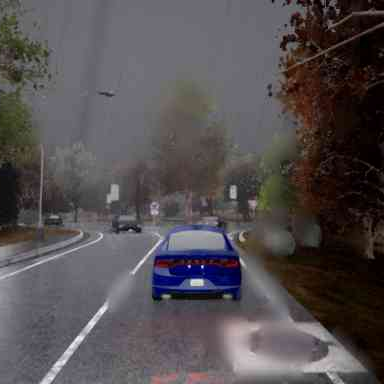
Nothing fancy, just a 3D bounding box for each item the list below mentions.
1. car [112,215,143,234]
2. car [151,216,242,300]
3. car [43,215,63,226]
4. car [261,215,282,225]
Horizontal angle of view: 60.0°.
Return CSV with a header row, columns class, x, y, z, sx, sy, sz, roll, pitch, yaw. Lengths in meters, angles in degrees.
class,x,y,z,sx,sy,sz,roll,pitch,yaw
car,-5.254,2.550,26.431,2.033,1.411,5.357,2,-4,-19
car,0.109,1.598,8.667,1.882,1.535,5.008,0,-1,0
car,-18.967,3.880,45.483,1.882,1.535,5.008,0,-4,-13
car,12.940,4.541,54.110,1.837,1.490,4.892,2,-5,-12
